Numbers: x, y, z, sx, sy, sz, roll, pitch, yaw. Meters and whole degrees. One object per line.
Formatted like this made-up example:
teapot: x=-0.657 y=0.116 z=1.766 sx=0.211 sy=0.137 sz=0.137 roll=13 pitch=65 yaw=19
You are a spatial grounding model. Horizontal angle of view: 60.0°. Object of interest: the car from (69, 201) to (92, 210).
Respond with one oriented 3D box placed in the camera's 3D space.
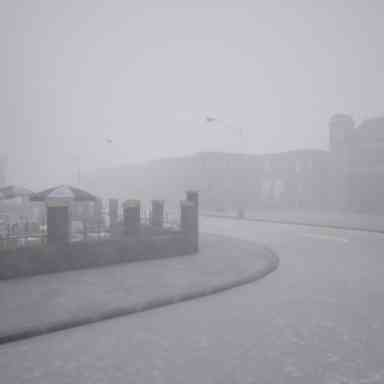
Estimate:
car: x=-13.915 y=1.461 z=41.338 sx=2.128 sy=1.511 sz=4.902 roll=0 pitch=0 yaw=-35
